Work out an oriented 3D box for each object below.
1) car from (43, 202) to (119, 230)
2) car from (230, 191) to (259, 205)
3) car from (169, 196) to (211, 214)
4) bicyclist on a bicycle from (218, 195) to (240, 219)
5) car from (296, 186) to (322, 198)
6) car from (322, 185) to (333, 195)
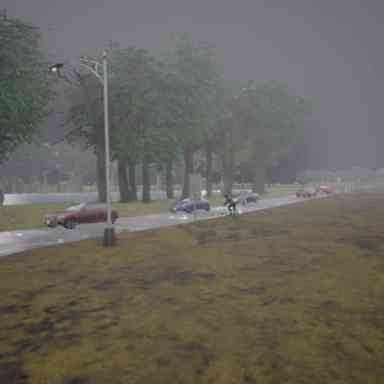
[{"bbox_3d":[-6.470,1.340,19.928,1.812,1.442,4.674,-1,0,35],"label":"car"},{"bbox_3d":[5.964,0.653,37.619,2.128,1.511,4.902,-1,1,35],"label":"car"},{"bbox_3d":[-0.069,1.058,29.030,1.812,1.442,4.674,-1,1,35],"label":"car"},{"bbox_3d":[2.447,1.005,22.212,1.656,1.620,0.582,-1,1,35],"label":"bicyclist on a bicycle"},{"bbox_3d":[16.252,0.069,47.158,2.128,1.511,4.902,-1,1,35],"label":"car"},{"bbox_3d":[22.184,-0.354,55.616,1.882,1.535,5.008,-1,2,35],"label":"car"}]
